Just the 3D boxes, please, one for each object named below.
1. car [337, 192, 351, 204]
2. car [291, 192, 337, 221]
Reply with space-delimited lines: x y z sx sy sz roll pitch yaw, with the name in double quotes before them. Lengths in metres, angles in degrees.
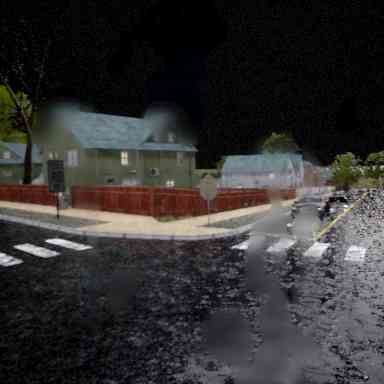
"car" 16.831 0.667 37.751 1.895 1.301 4.718 1 2 29
"car" 7.775 0.932 21.473 2.128 1.511 4.902 1 2 29
